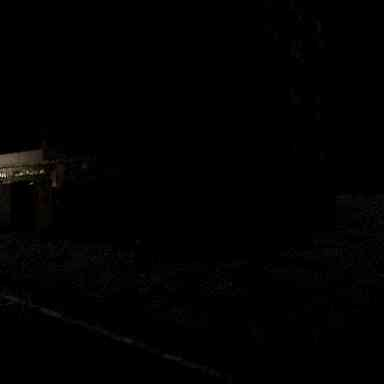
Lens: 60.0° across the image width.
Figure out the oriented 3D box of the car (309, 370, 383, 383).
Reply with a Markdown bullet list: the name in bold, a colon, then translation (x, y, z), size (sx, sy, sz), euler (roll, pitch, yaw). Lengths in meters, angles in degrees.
- **car**: translation (2.429, 1.550, 1.154), size (4.403, 1.369, 2.008), euler (0, 0, 35)
